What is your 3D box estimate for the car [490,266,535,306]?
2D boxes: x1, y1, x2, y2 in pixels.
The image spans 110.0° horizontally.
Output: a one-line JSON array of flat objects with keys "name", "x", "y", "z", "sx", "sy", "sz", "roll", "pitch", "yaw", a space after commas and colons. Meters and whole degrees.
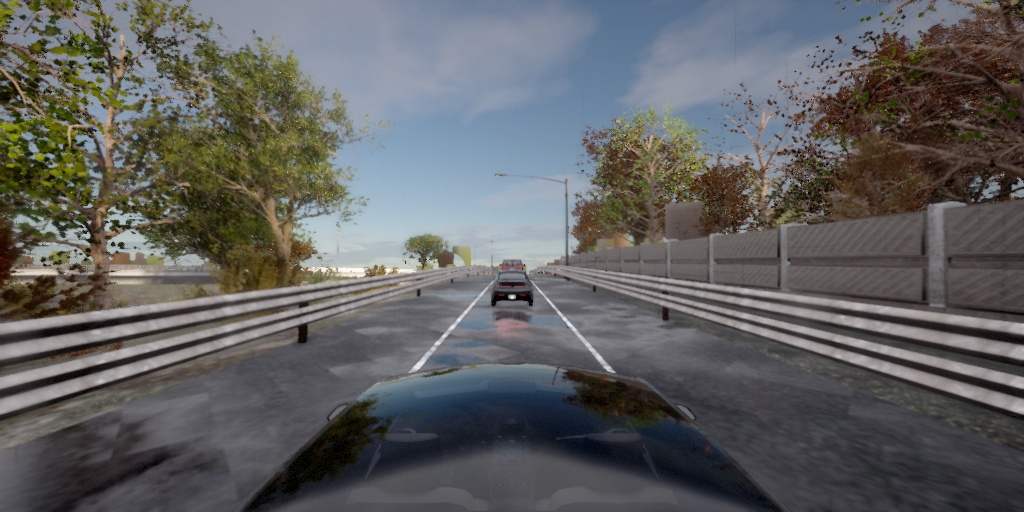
[{"name": "car", "x": 0.018, "y": 1.410, "z": 16.914, "sx": 1.837, "sy": 1.490, "sz": 4.892, "roll": 0, "pitch": 0, "yaw": 0}]

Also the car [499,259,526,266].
[{"name": "car", "x": 0.028, "y": 1.267, "z": 31.684, "sx": 2.150, "sy": 2.045, "sz": 5.566, "roll": 0, "pitch": 0, "yaw": 0}]
